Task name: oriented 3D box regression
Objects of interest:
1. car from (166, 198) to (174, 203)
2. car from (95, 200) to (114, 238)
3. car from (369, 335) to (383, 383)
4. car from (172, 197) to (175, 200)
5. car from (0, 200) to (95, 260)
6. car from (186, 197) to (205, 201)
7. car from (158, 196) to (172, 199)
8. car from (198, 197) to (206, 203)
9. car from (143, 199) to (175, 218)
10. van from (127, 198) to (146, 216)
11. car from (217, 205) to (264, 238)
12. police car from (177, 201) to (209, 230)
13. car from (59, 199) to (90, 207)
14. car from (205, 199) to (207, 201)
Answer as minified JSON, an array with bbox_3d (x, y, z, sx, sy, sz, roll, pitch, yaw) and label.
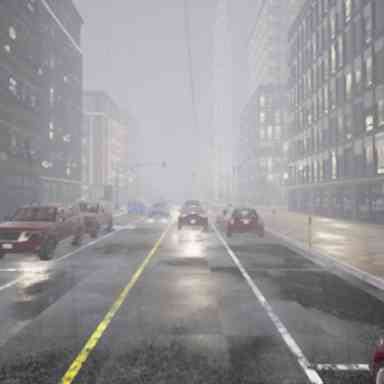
[{"bbox_3d":[-5.835,2.177,89.955,1.802,1.307,4.206,0,-1,0],"label":"car"},{"bbox_3d":[-5.718,1.399,18.332,2.192,1.841,5.009,1,0,0],"label":"car"},{"bbox_3d":[2.695,1.591,1.775,1.802,1.307,4.206,1,0,0],"label":"car"},{"bbox_3d":[-5.826,2.109,84.292,1.947,1.339,4.313,0,-1,0],"label":"car"},{"bbox_3d":[-5.706,1.373,12.810,2.192,1.841,5.009,1,0,0],"label":"car"},{"bbox_3d":[0.027,1.531,35.074,2.097,1.767,4.553,0,0,0],"label":"car"},{"bbox_3d":[-5.795,1.719,67.307,2.192,1.841,5.009,0,0,0],"label":"car"},{"bbox_3d":[2.554,2.071,84.477,1.752,1.417,4.829,0,-1,0],"label":"car"},{"bbox_3d":[-3.058,1.707,32.084,2.033,1.411,5.357,0,0,0],"label":"car"},{"bbox_3d":[-5.718,1.518,34.902,1.690,1.788,3.998,1,0,0],"label":"van"},{"bbox_3d":[2.675,1.525,18.346,1.967,1.590,4.097,1,0,0],"label":"car"},{"bbox_3d":[0.063,1.606,22.276,2.038,1.542,4.974,0,-1,0],"label":"police car"},{"bbox_3d":[-19.145,1.787,54.287,4.507,1.381,1.887,0,-1,0],"label":"car"},{"bbox_3d":[2.574,1.975,73.152,1.752,1.417,4.829,0,0,0],"label":"car"}]
